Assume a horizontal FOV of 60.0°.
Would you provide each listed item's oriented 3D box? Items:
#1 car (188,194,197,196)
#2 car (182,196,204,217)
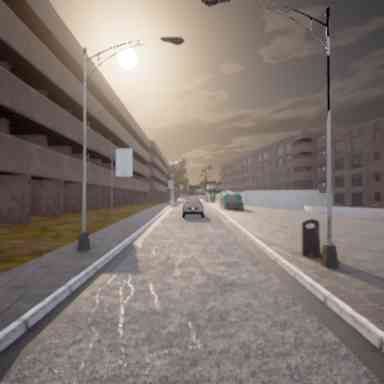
[{"bbox_3d":[0.083,1.154,48.960,2.097,1.767,4.553,0,-1,-1],"label":"car"},{"bbox_3d":[0.090,1.360,29.056,2.033,1.411,5.357,0,1,0],"label":"car"}]
